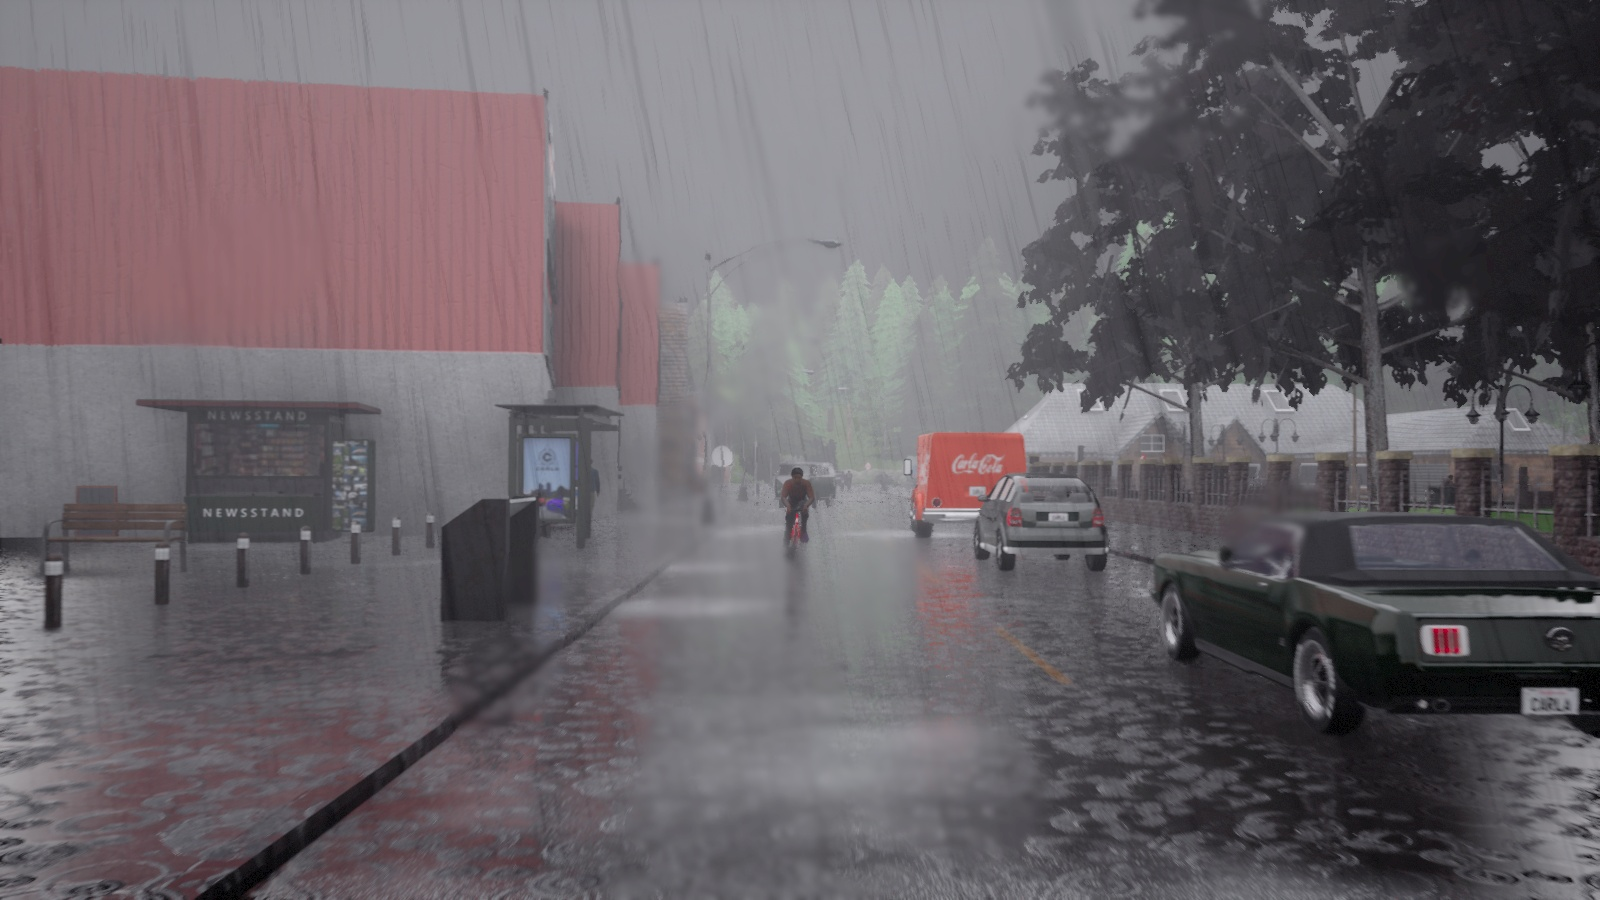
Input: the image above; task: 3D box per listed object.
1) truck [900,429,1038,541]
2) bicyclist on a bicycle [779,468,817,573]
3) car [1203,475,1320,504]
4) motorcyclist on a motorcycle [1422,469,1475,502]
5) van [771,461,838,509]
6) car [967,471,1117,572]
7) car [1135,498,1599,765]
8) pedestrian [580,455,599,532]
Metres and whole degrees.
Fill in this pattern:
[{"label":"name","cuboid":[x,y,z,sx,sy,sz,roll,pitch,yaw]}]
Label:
[{"label":"truck","cuboid":[3.947,0.822,30.478,2.627,2.467,5.204,0,-1,0]},{"label":"bicyclist on a bicycle","cuboid":[-0.036,1.109,20.376,0.582,1.620,1.656,0,-1,0]},{"label":"car","cuboid":[21.403,1.807,58.365,4.718,1.301,1.895,0,-1,-2]},{"label":"motorcyclist on a motorcycle","cuboid":[30.122,1.654,58.380,2.044,1.523,0.797,0,-1,-2]},{"label":"van","cuboid":[0.237,1.472,54.081,1.775,1.987,4.442,-1,-1,15]},{"label":"car","cuboid":[3.964,1.131,21.144,1.789,1.549,3.705,0,-1,0]},{"label":"car","cuboid":[3.984,1.050,9.004,1.895,1.301,4.718,0,-1,0]},{"label":"pedestrian","cuboid":[-5.159,1.060,30.749,0.402,1.842,0.726,0,-1,-4]}]
